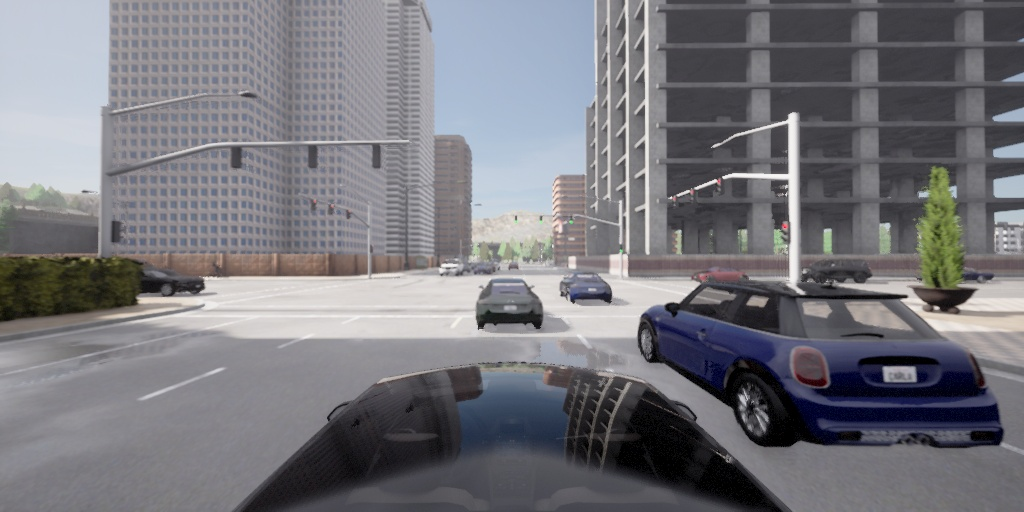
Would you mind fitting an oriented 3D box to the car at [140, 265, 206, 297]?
[{"bbox_3d":[-19.872,1.404,19.891,5.008,1.535,1.882,0,-1,1],"label":"car"}]

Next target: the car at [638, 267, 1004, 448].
[{"bbox_3d":[3.598,1.139,5.453,2.097,1.767,4.553,0,-1,0],"label":"car"}]

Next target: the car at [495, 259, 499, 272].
[{"bbox_3d":[-3.589,1.625,55.339,2.097,1.767,4.553,0,-1,1],"label":"car"}]

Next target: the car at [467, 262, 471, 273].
[{"bbox_3d":[-7.133,1.815,53.051,1.994,1.385,4.181,0,-1,1],"label":"car"}]

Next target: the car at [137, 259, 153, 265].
[{"bbox_3d":[-25.183,1.182,23.429,5.566,2.045,2.150,0,-1,0],"label":"car"}]

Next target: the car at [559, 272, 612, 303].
[{"bbox_3d":[3.529,1.472,17.811,1.994,1.385,4.181,0,0,0],"label":"car"}]

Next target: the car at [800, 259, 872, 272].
[{"bbox_3d":[26.972,1.252,30.294,5.566,2.045,2.150,0,-1,1],"label":"car"}]

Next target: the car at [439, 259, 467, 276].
[{"bbox_3d":[-7.271,1.380,43.636,2.150,2.045,5.566,0,-1,1],"label":"car"}]

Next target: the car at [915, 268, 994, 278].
[{"bbox_3d":[37.101,1.631,30.218,4.718,1.301,1.895,0,-1,0],"label":"car"}]

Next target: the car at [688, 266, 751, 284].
[{"bbox_3d":[17.506,1.594,30.351,4.181,1.385,1.994,0,-1,0],"label":"car"}]

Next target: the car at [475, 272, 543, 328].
[{"bbox_3d":[-0.167,1.413,11.847,1.994,1.385,4.181,0,-1,-4],"label":"car"}]

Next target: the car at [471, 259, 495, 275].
[{"bbox_3d":[-3.729,1.540,46.594,2.097,1.767,4.553,0,-1,1],"label":"car"}]

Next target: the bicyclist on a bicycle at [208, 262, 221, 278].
[{"bbox_3d":[-29.391,1.379,35.437,0.582,1.620,1.656,0,0,0],"label":"bicyclist on a bicycle"}]
